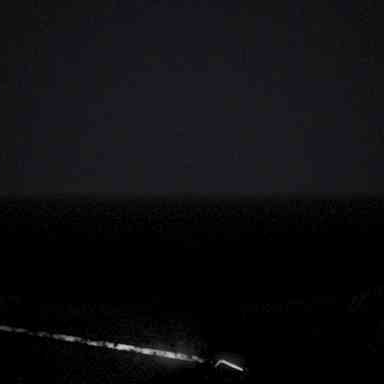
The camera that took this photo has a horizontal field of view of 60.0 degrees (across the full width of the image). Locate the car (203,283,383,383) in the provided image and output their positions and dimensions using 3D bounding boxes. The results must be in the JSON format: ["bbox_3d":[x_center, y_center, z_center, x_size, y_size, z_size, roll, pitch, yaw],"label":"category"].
[{"bbox_3d":[2.426,1.525,2.959,4.674,1.442,1.812,0,0,17],"label":"car"}]
